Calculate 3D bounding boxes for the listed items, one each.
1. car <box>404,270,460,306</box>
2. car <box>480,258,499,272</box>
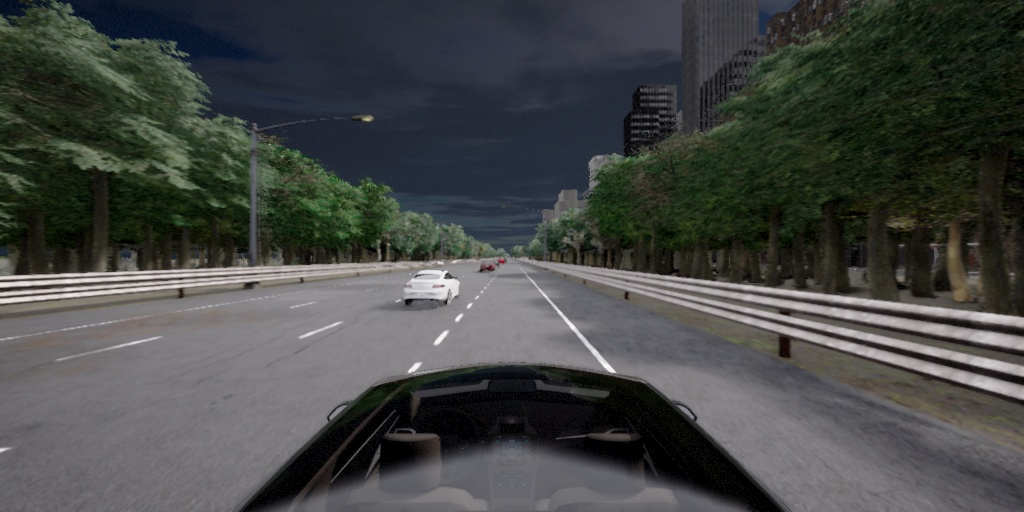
[{"bbox_3d":[-3.508,1.347,16.183,1.812,1.442,4.674,0,0,0],"label":"car"},{"bbox_3d":[-3.522,1.403,53.258,2.097,1.767,4.553,0,0,0],"label":"car"}]
